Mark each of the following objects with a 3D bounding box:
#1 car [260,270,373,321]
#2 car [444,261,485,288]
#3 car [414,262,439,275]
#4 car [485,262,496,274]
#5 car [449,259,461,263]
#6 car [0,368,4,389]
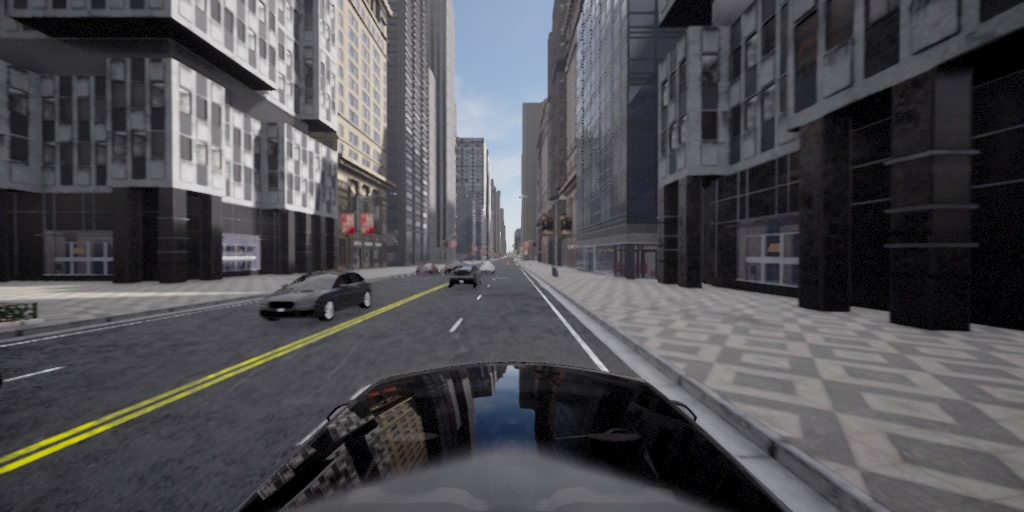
[{"bbox_3d":[-6.554,1.289,12.642,1.837,1.490,4.892,0,0,1],"label":"car"},{"bbox_3d":[-3.170,1.354,24.978,1.837,1.490,4.892,0,0,0],"label":"car"},{"bbox_3d":[-9.840,1.479,41.813,1.812,1.442,4.674,0,0,0],"label":"car"},{"bbox_3d":[-3.159,1.514,46.441,1.812,1.442,4.674,0,0,0],"label":"car"},{"bbox_3d":[-6.589,1.306,42.068,2.097,1.767,4.553,0,0,0],"label":"car"},{"bbox_3d":[-6.592,1.351,1.689,1.895,1.301,4.718,0,0,0],"label":"car"}]
